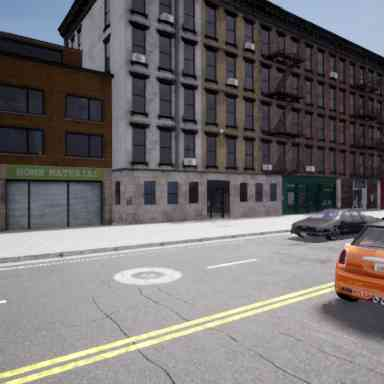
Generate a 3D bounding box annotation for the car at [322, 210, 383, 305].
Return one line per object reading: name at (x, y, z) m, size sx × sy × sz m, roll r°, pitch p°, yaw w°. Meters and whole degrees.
car at (5.088, 1.351, 7.034) m, size 4.553 × 1.767 × 2.097 m, roll 0°, pitch 0°, yaw -35°

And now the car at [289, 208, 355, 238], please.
car at (7.298, 1.547, 16.804) m, size 5.357 × 1.411 × 2.033 m, roll 0°, pitch 0°, yaw -35°

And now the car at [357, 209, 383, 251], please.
car at (9.256, 1.504, 14.208) m, size 4.892 × 1.490 × 1.837 m, roll 0°, pitch 0°, yaw -35°
